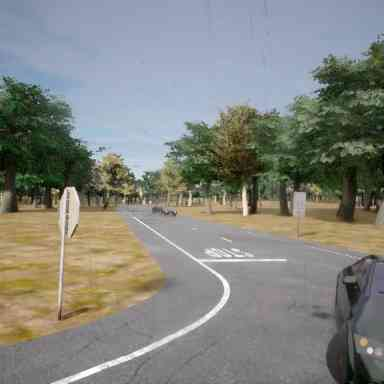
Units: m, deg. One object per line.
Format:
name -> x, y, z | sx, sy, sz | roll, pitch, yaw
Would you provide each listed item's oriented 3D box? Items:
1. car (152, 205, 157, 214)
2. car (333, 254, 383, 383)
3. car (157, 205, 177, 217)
car -> -5.719, 2.963, 56.893 | 1.882, 1.535, 5.008 | 3, -2, -14
car -> 3.120, 1.643, 4.642 | 1.994, 1.385, 4.181 | 1, -1, 22
car -> -3.464, 2.852, 48.046 | 1.895, 1.301, 4.718 | 3, -2, -13
